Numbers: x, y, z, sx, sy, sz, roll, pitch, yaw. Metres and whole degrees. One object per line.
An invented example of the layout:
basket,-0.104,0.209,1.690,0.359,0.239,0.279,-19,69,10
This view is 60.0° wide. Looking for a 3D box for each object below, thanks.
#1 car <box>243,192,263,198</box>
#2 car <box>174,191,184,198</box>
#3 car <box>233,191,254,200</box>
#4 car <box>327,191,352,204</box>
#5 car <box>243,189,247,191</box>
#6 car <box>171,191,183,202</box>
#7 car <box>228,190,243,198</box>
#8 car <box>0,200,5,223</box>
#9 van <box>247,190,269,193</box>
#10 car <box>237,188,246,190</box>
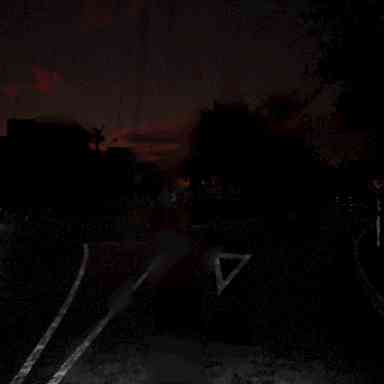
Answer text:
car,15.720,0.667,85.605,4.792,1.488,2.163,0,2,-1
car,-3.107,0.615,78.842,2.128,1.511,4.902,0,1,-1
car,10.833,1.020,69.665,1.837,1.490,4.892,0,0,-10
car,20.047,0.681,45.424,2.097,1.767,4.553,0,1,7
car,15.536,0.712,82.828,5.366,1.575,1.946,0,2,-1
car,-2.646,0.904,57.054,2.033,1.411,5.357,0,1,-3
car,10.661,0.826,80.656,1.994,1.385,4.181,0,2,-1
car,-13.206,0.954,21.238,2.097,1.767,4.553,1,0,-28
van,15.667,0.648,77.274,4.442,1.987,1.878,0,2,-1
car,15.635,0.480,91.151,5.008,1.535,2.097,0,2,-1
